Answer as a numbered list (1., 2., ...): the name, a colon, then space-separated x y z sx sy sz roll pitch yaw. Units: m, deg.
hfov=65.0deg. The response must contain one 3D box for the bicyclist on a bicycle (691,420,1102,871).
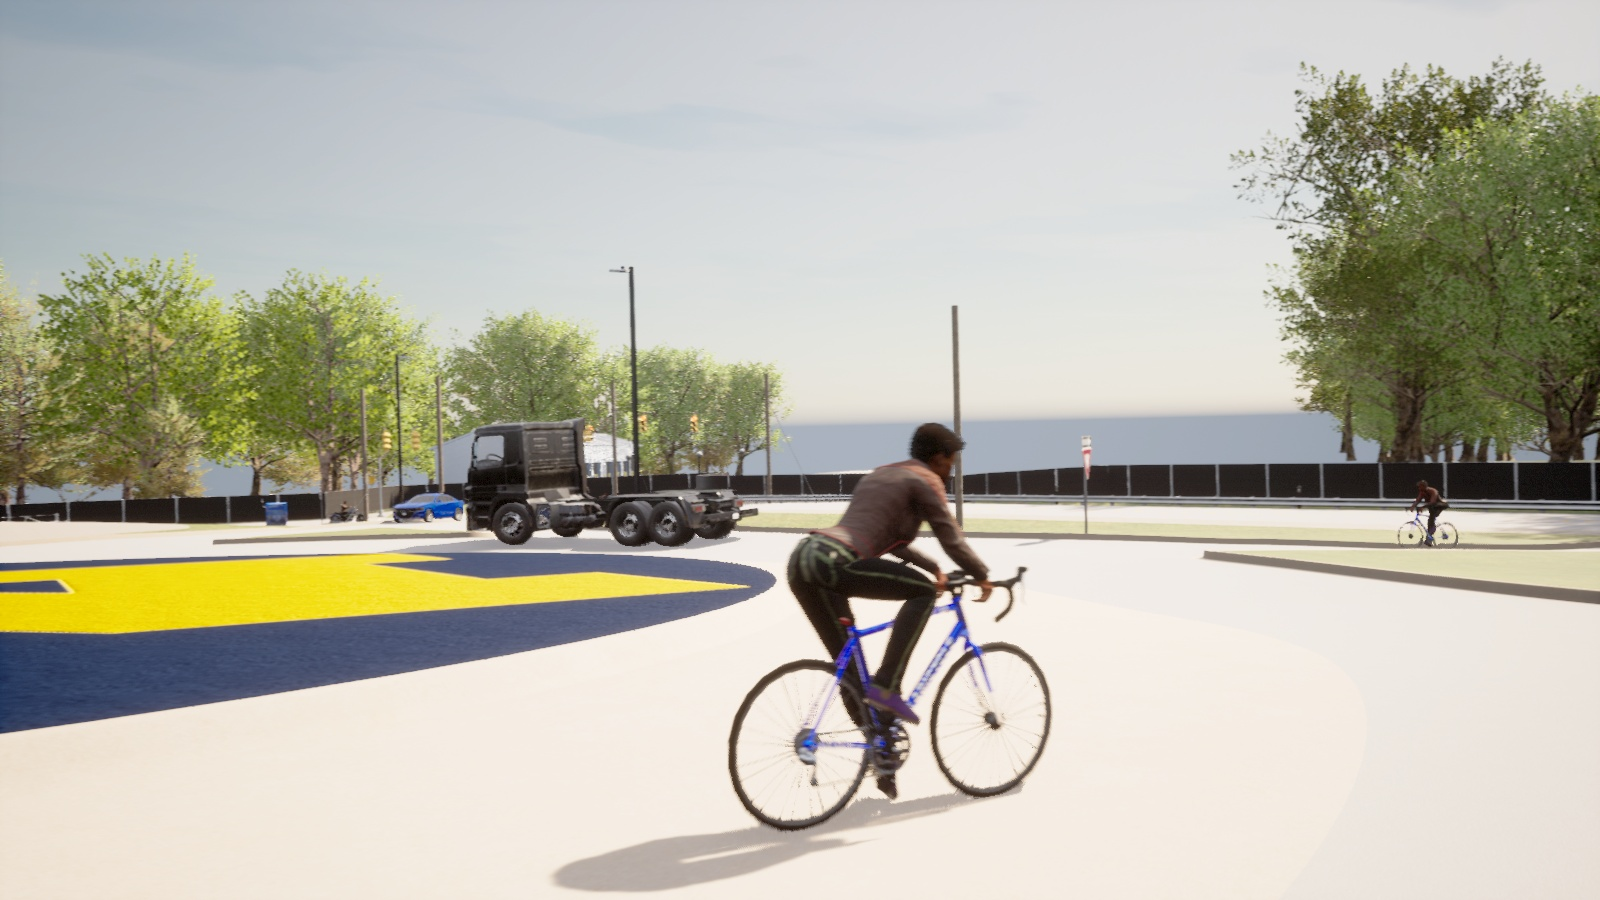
1. bicyclist on a bicycle: 0.429 0.707 5.191 1.656 1.620 0.582 0 0 -31

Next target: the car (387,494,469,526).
1. car: -19.333 3.083 65.553 1.882 1.535 5.008 -2 -2 12

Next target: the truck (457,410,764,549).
1. truck: -5.242 0.803 34.340 7.936 3.462 2.891 -2 1 26

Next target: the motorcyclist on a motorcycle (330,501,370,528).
1. motorcyclist on a motorcycle: -29.399 4.213 82.011 2.350 1.649 0.766 -1 1 -13

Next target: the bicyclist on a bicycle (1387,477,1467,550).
1. bicyclist on a bicycle: 14.306 1.451 28.641 1.656 1.620 0.582 2 -2 -15
